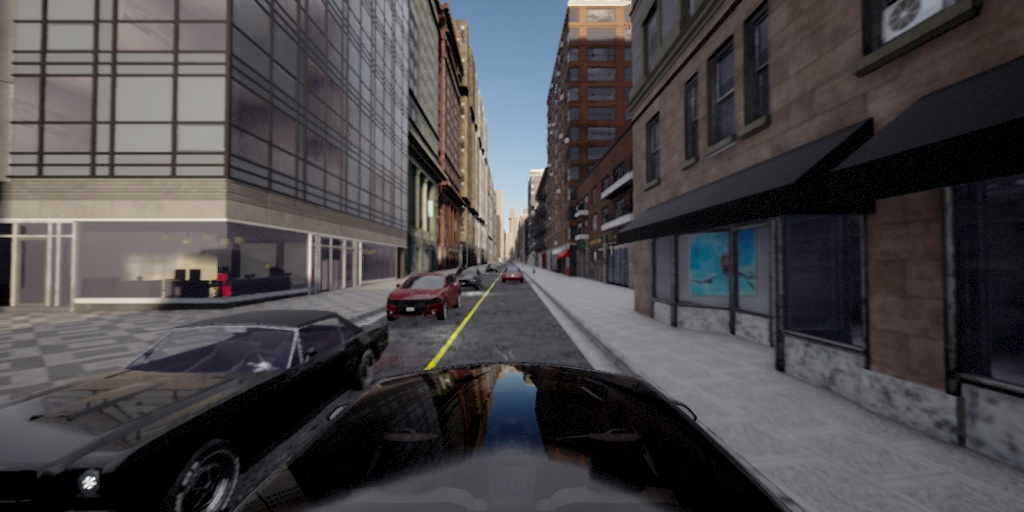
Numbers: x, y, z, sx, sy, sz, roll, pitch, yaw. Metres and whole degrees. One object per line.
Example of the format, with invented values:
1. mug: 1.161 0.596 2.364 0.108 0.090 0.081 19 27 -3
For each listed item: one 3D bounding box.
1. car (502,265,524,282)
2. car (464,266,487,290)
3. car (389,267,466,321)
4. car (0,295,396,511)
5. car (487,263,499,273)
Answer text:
1. car: 0.057 1.690 33.358 1.994 1.385 4.181 0 -1 0
2. car: -3.086 1.537 25.290 1.837 1.490 4.892 0 -1 0
3. car: -3.106 1.368 13.430 1.882 1.535 5.008 0 0 0
4. car: -3.102 1.381 4.154 1.895 1.301 4.718 0 -1 0
5. car: -3.151 1.920 56.659 1.837 1.490 4.892 0 -1 0
